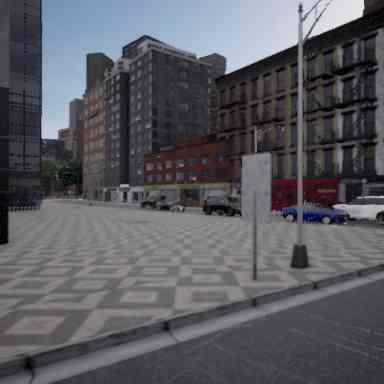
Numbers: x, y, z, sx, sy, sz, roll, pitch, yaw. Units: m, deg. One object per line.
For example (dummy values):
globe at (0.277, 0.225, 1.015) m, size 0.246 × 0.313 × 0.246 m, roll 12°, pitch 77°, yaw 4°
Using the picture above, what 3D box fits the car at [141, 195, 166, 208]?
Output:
car at (-5.800, 1.539, 50.956) m, size 2.150 × 2.045 × 5.566 m, roll 0°, pitch 0°, yaw -36°

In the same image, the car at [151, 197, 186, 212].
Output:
car at (-2.688, 1.742, 41.392) m, size 2.128 × 1.511 × 4.902 m, roll 0°, pitch 0°, yaw -36°

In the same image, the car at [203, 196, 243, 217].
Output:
car at (3.347, 1.408, 33.137) m, size 2.150 × 2.045 × 5.566 m, roll 0°, pitch -1°, yaw -36°

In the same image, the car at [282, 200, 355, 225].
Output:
car at (9.195, 1.594, 25.137) m, size 1.882 × 1.535 × 5.008 m, roll 0°, pitch -1°, yaw -37°

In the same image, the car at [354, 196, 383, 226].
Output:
car at (13.279, 1.330, 25.022) m, size 2.150 × 2.045 × 5.566 m, roll 0°, pitch -1°, yaw -36°
